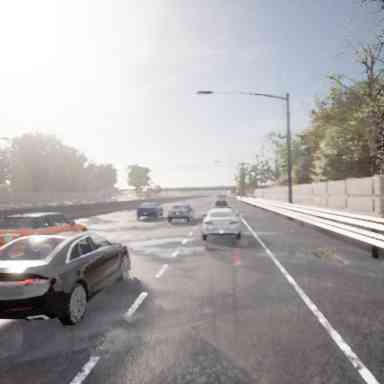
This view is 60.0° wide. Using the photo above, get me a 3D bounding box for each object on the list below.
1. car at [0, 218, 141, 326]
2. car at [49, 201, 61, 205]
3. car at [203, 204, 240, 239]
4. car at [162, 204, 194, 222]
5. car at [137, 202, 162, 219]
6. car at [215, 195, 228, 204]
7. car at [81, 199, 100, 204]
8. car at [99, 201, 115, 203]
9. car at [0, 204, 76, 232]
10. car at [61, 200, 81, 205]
[{"bbox_3d":[-2.778,1.601,7.311,2.128,1.511,4.902,-1,0,5],"label":"car"},{"bbox_3d":[-25.948,2.534,63.792,1.837,1.490,4.892,-1,0,5],"label":"car"},{"bbox_3d":[1.543,1.585,17.544,1.812,1.442,4.674,-1,0,5],"label":"car"},{"bbox_3d":[-0.896,1.730,28.438,2.033,1.411,5.357,-1,0,5],"label":"car"},{"bbox_3d":[-4.038,1.762,32.614,1.882,1.535,5.008,-1,0,5],"label":"car"},{"bbox_3d":[4.796,1.683,54.036,1.882,1.535,5.008,-1,0,5],"label":"car"},{"bbox_3d":[-18.909,2.221,64.082,2.097,1.767,4.553,-1,0,5],"label":"car"},{"bbox_3d":[-15.432,2.375,63.543,1.895,1.301,4.718,-1,0,5],"label":"car"},{"bbox_3d":[-5.791,1.568,13.000,2.097,1.767,4.553,-1,0,5],"label":"car"},{"bbox_3d":[-22.454,2.302,63.642,2.097,1.767,4.553,-1,-1,5],"label":"car"}]
